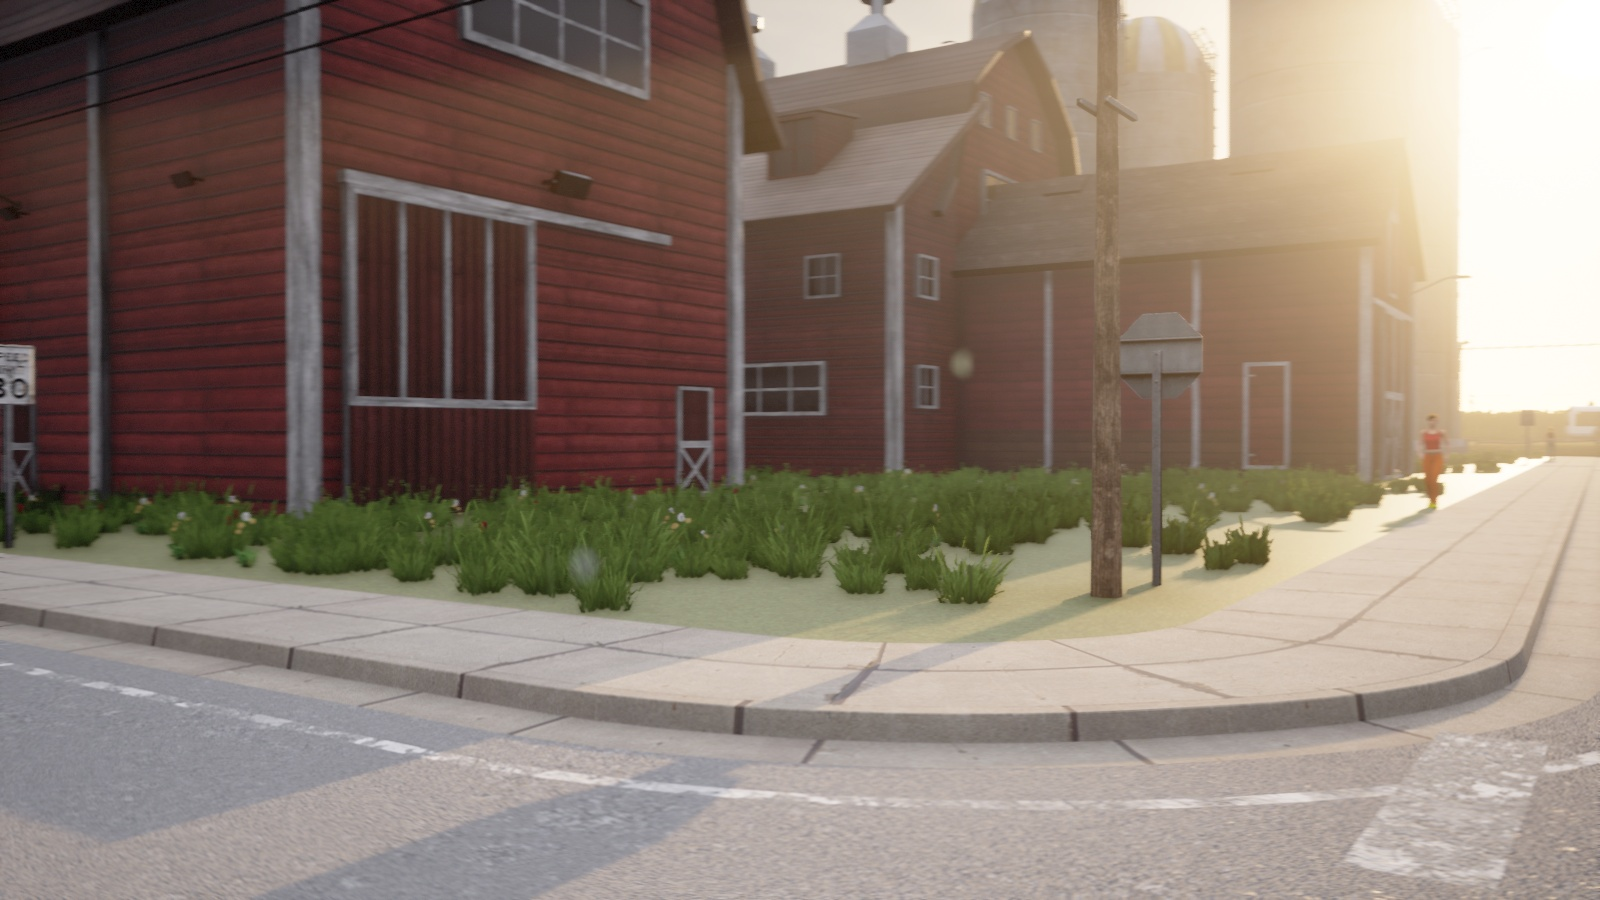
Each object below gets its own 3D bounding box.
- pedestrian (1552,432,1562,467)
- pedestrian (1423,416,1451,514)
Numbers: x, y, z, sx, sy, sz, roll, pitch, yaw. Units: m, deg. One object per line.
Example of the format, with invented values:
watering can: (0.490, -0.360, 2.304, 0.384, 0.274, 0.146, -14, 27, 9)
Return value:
pedestrian: (40.148, -0.050, 66.593, 0.345, 1.836, 0.594, 1, 1, 41)
pedestrian: (12.054, 0.278, 23.770, 0.345, 1.836, 0.594, 1, 1, 39)
